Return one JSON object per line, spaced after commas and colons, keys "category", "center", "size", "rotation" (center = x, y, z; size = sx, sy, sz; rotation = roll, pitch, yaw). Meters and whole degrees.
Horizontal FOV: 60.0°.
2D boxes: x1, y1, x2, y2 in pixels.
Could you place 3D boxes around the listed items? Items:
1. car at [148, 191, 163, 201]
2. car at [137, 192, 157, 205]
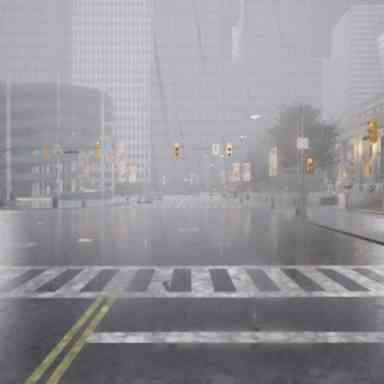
{"category": "car", "center": [-7.161, 1.036, 68.455], "size": [2.128, 1.511, 4.902], "rotation": [0, 0, 0]}
{"category": "car", "center": [-7.164, 1.151, 50.927], "size": [2.128, 1.511, 4.902], "rotation": [0, 0, 0]}
